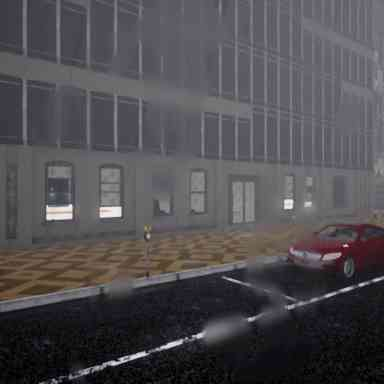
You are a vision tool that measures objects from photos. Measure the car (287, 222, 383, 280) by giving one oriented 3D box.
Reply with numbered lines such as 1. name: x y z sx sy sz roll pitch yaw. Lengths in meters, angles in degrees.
1. car: 4.640 1.579 9.892 4.206 1.307 1.802 0 0 -36
